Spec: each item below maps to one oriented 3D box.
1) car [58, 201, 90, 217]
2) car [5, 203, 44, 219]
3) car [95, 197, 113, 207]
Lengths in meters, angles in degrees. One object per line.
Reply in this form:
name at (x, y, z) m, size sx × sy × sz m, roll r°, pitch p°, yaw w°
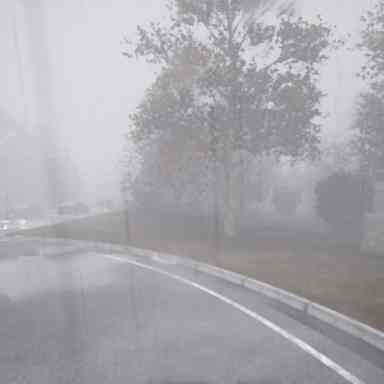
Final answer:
car at (-12.502, 1.739, 35.423) m, size 1.882 × 1.535 × 5.008 m, roll -1°, pitch 0°, yaw 2°
car at (-16.274, 1.837, 32.617) m, size 1.812 × 1.442 × 4.674 m, roll -1°, pitch 0°, yaw 2°
car at (-15.324, 1.705, 58.255) m, size 2.097 × 1.767 × 4.553 m, roll -1°, pitch 0°, yaw 2°
